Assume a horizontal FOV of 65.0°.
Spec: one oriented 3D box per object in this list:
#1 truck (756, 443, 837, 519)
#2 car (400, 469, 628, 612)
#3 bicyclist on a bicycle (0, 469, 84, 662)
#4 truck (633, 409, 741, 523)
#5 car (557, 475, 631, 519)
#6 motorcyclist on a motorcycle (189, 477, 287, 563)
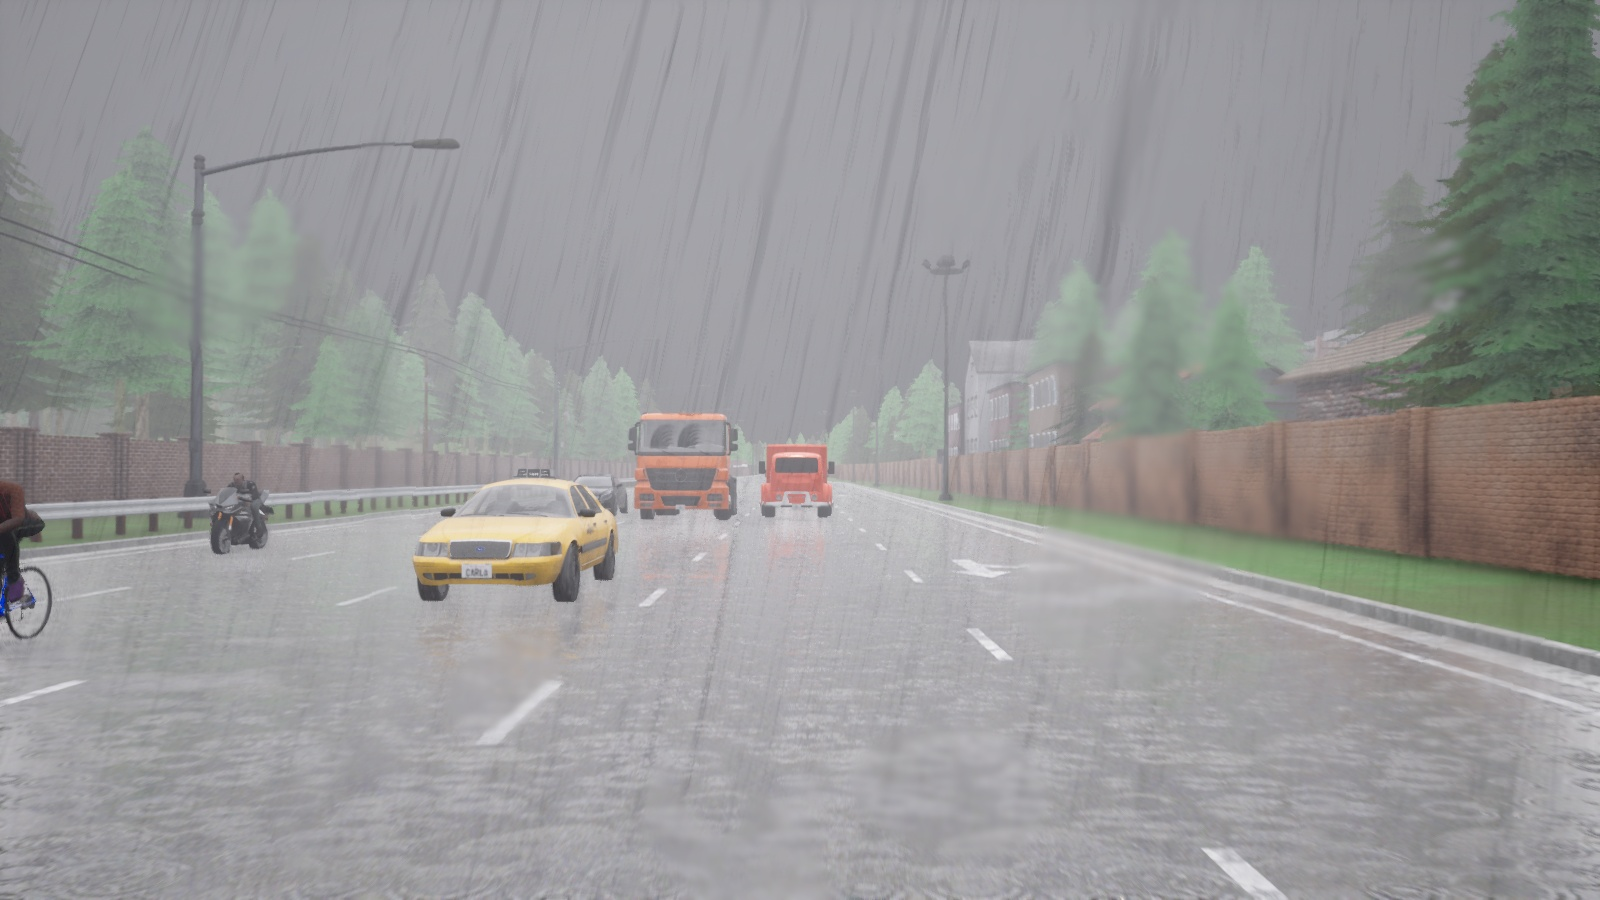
[{"bbox_3d":[-0.110,1.056,43.474,2.627,2.467,5.204,0,-1,0],"label":"truck"},{"bbox_3d":[-3.542,1.046,16.630,1.801,1.575,5.366,0,-1,0],"label":"car"},{"bbox_3d":[-7.028,0.980,10.990,0.582,1.620,1.656,0,-1,0],"label":"bicyclist on a bicycle"},{"bbox_3d":[-3.608,0.549,41.908,2.891,3.462,7.936,0,-1,0],"label":"truck"},{"bbox_3d":[-7.109,1.602,43.803,1.812,1.442,4.674,0,-1,0],"label":"car"},{"bbox_3d":[-10.559,1.289,23.706,0.866,1.530,2.191,0,-1,0],"label":"motorcyclist on a motorcycle"}]
